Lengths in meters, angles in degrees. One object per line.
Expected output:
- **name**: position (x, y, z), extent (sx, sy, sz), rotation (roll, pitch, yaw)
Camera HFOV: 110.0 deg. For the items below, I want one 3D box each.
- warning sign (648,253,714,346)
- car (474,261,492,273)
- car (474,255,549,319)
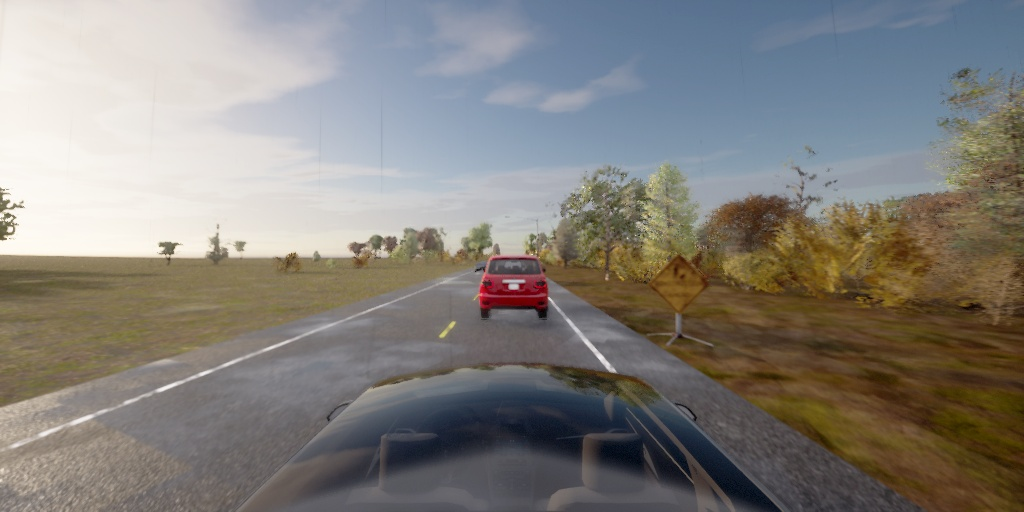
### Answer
- **warning sign**: position (3.550, 0.871, 7.647), extent (1.300, 1.860, 1.060), rotation (0, 0, 0)
- **car**: position (-3.586, 1.334, 45.006), extent (1.994, 1.385, 4.181), rotation (0, 0, 0)
- **car**: position (0.087, 0.982, 13.015), extent (2.150, 2.045, 5.566), rotation (0, 0, 1)
